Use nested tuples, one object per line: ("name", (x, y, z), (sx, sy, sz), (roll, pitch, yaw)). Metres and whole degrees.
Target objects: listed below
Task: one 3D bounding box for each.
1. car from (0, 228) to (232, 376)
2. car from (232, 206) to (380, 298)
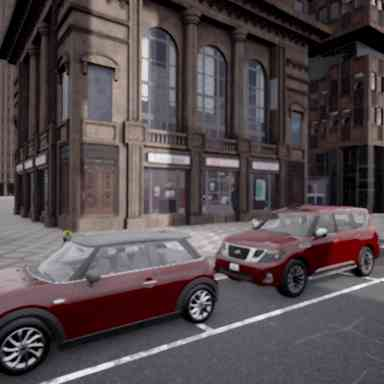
("car", (-1.581, 1.444, 5.517), (4.097, 1.590, 1.967), (0, 0, -36))
("car", (2.979, 1.330, 8.771), (5.009, 1.841, 2.192), (0, 0, -36))
